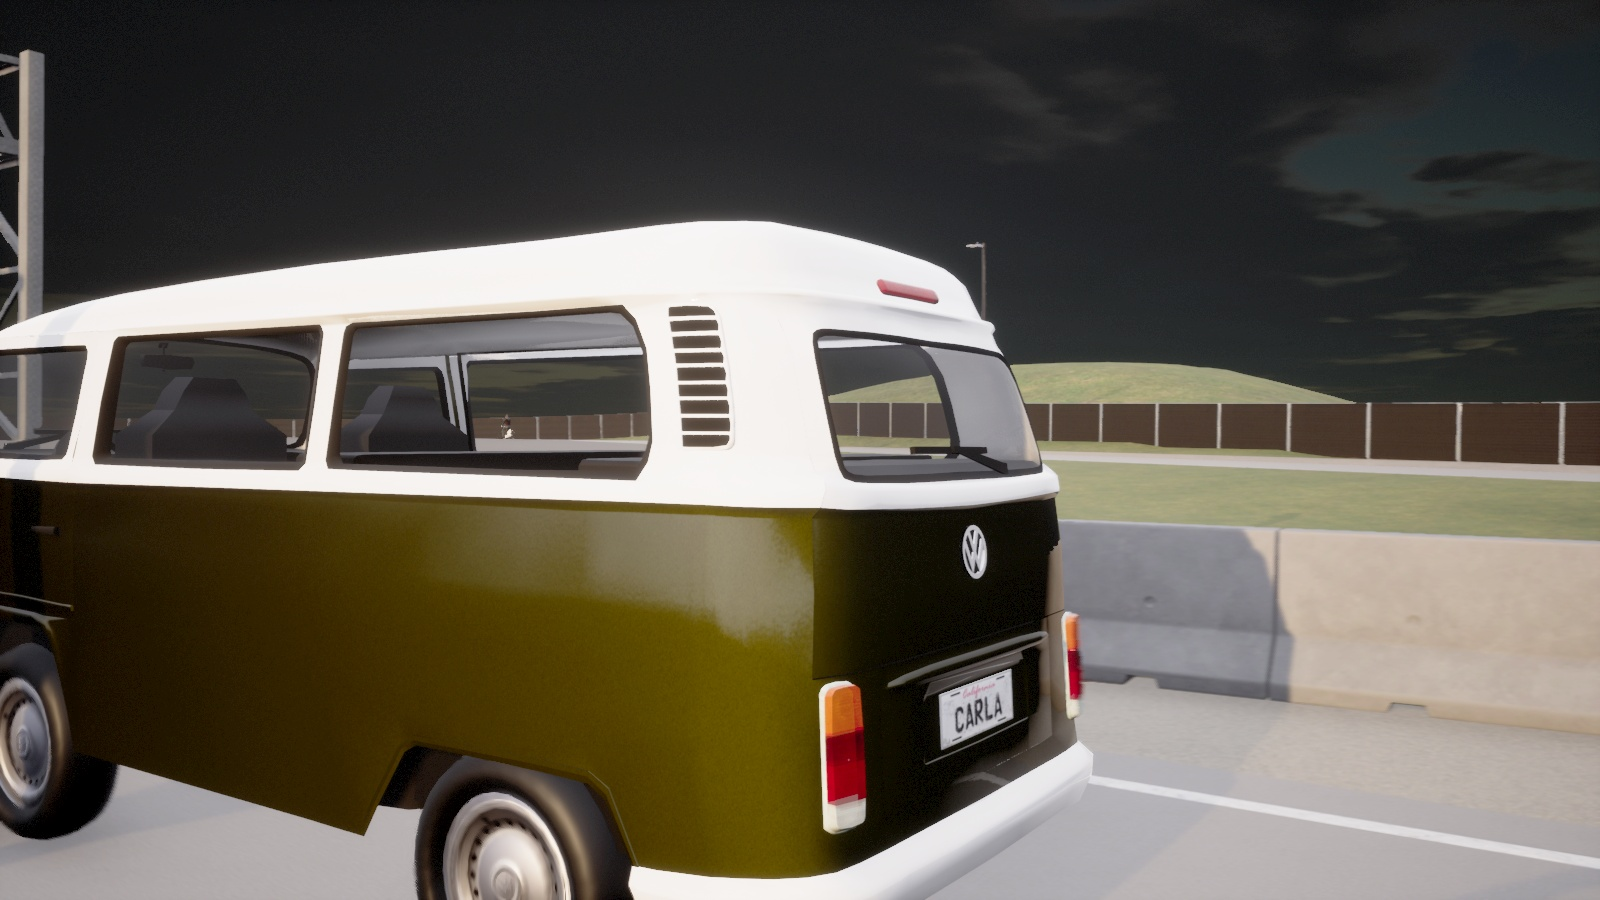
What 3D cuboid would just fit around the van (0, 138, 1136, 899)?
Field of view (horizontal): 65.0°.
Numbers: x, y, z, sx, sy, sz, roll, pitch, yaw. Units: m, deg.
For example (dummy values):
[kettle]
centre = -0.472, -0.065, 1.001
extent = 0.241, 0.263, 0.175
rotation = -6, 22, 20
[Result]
[van]
centre = -1.337, 0.406, 4.507
extent = 4.480, 2.038, 2.069
rotation = 0, 1, 34
